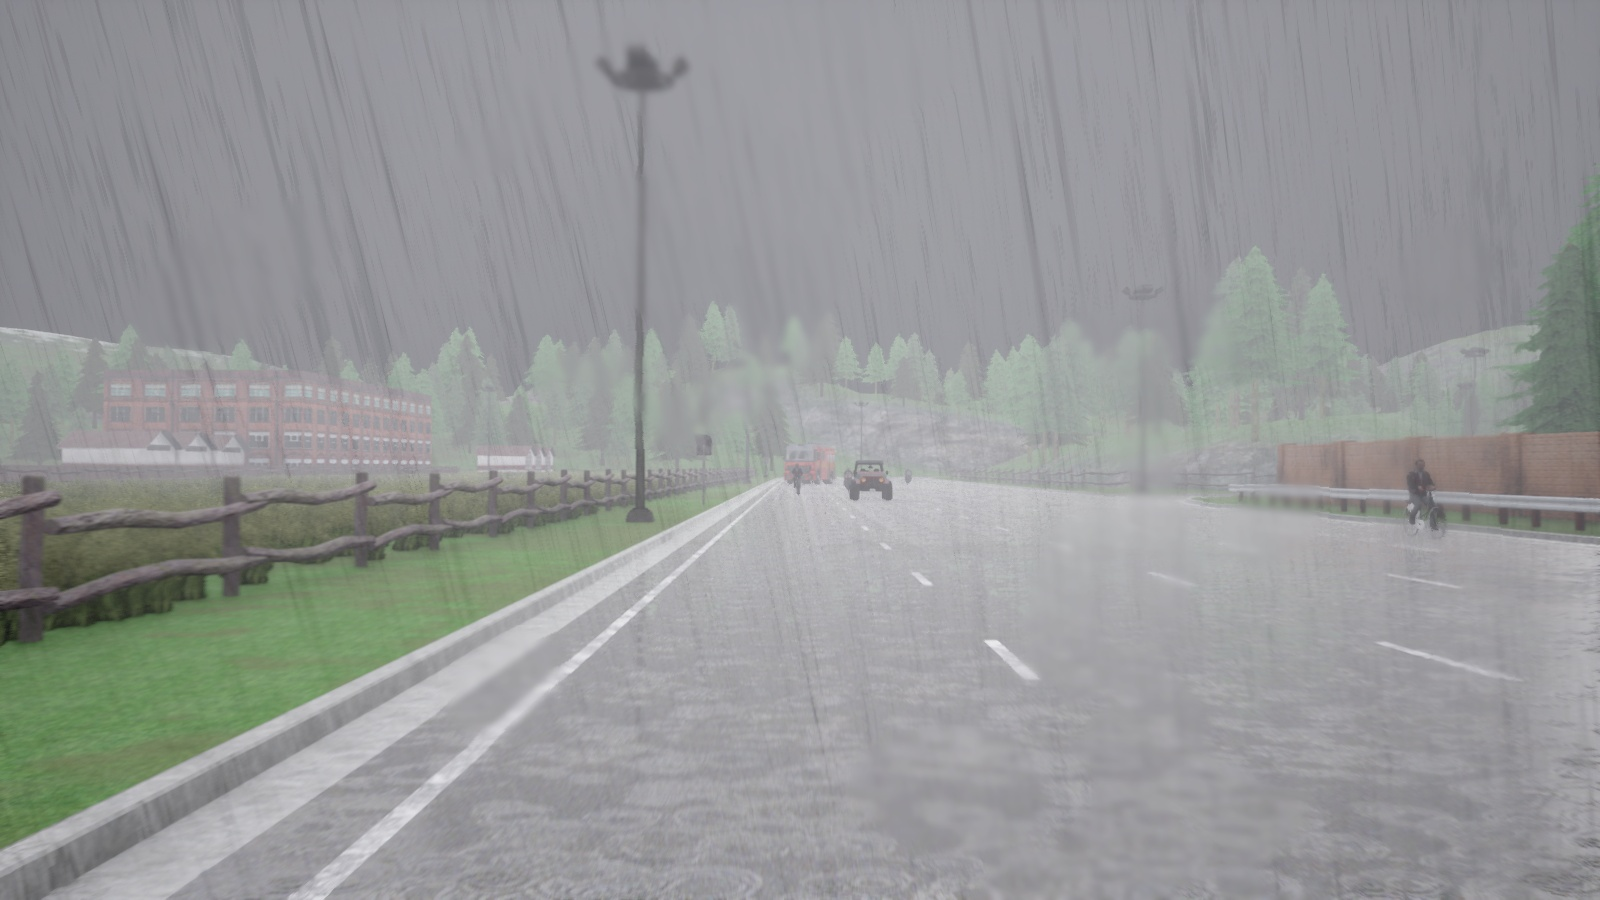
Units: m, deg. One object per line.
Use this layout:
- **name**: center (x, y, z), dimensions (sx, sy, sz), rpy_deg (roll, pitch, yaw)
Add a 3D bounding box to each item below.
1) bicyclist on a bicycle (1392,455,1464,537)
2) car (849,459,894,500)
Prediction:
- **bicyclist on a bicycle**: center (13.940, 1.004, 27.917), dimensions (0.659, 1.776, 1.843), rpy_deg (0, -1, 0)
- **car**: center (3.373, 1.407, 60.026), dimensions (1.905, 1.878, 3.866), rpy_deg (0, -1, 0)
